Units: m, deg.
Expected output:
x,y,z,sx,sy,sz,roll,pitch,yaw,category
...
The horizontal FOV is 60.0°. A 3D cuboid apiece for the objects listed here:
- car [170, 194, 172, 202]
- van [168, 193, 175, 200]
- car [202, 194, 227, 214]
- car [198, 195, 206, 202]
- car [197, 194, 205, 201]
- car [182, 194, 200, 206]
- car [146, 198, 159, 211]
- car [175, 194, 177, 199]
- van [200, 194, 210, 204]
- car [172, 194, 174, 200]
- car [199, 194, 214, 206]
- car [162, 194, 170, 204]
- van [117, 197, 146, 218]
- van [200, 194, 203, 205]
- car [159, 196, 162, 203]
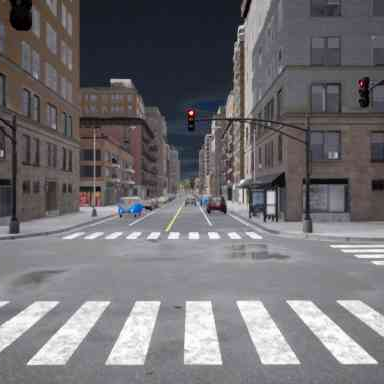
x,y,z,sx,sy,sz,roll,pitch,yaw,category
-5.688,1.542,67.806,2.008,1.369,4.403,0,0,0,car
-5.798,1.327,94.837,1.690,1.788,3.998,0,0,0,van
2.555,1.311,35.406,2.192,1.841,5.009,0,0,0,car
2.328,1.514,78.825,1.752,1.417,4.829,0,0,0,car
2.300,1.427,84.061,1.967,1.590,4.097,0,0,0,car
-0.183,1.485,55.105,2.128,1.511,4.902,0,0,0,car
-5.578,1.562,40.775,1.947,1.339,4.313,0,0,0,car
-5.775,1.569,89.431,1.802,1.307,4.206,0,0,0,car
2.413,1.333,62.437,1.690,1.788,3.998,0,0,0,van
-5.710,1.556,73.213,1.947,1.339,4.313,0,0,0,car
2.442,1.308,57.031,2.192,1.841,5.009,0,0,0,car
-5.665,1.517,62.231,1.752,1.417,4.829,0,0,0,car
-5.534,1.338,29.963,1.690,1.788,3.998,0,0,0,van
2.470,1.335,51.624,1.690,1.788,3.998,0,0,0,van
-5.600,1.540,46.182,1.887,1.381,4.507,0,0,0,car
